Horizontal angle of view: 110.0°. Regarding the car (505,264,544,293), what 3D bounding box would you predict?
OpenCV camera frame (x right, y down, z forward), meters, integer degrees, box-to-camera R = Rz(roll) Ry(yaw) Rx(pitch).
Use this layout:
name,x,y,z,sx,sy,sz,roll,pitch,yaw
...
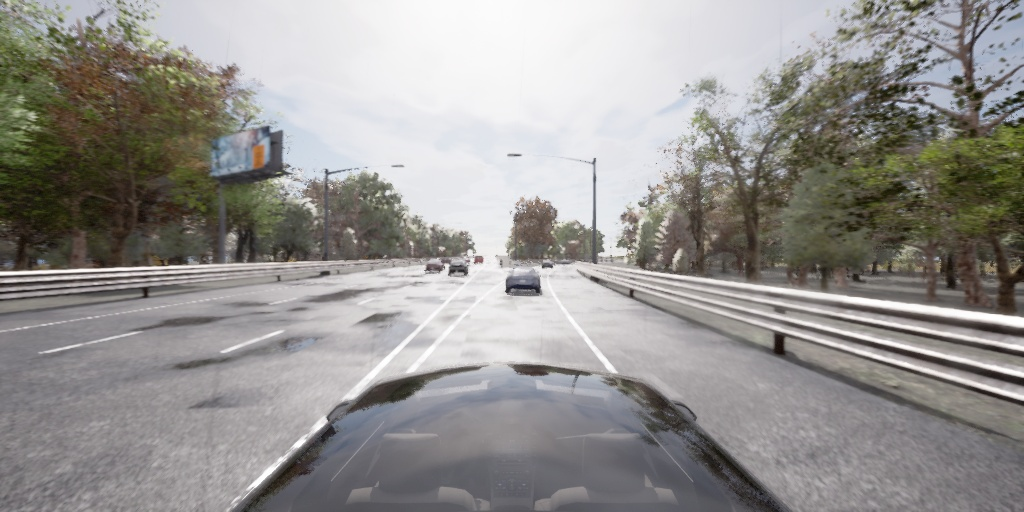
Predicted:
name,x,y,z,sx,sy,sz,roll,pitch,yaw
car,0.695,1.317,21.149,1.994,1.385,4.181,0,0,4

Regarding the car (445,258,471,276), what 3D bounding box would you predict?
name,x,y,z,sx,sy,sz,roll,pitch,yaw
car,-5.501,1.219,37.500,1.837,1.490,4.892,0,0,-3

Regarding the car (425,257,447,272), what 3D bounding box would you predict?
name,x,y,z,sx,sy,sz,roll,pitch,yaw
car,-9.307,1.217,43.742,1.812,1.442,4.674,0,0,-3
